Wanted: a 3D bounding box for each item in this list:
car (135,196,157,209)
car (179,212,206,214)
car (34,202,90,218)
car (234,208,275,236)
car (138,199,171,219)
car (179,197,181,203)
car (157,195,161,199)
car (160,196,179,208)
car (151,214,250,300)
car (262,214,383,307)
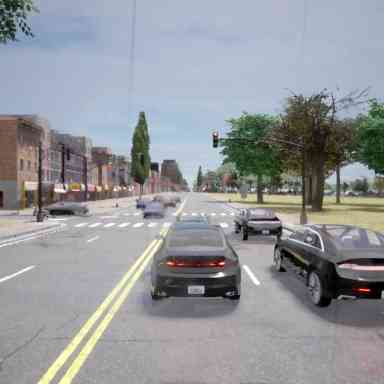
[{"bbox_3d":[-6.593,1.642,46.438,2.033,1.411,5.357,0,0,0],"label":"car"},{"bbox_3d":[0.053,1.689,17.733,1.895,1.301,4.718,0,0,0],"label":"car"},{"bbox_3d":[-12.243,1.663,31.500,4.902,1.511,2.128,0,0,-20],"label":"car"},{"bbox_3d":[3.299,1.577,17.196,2.128,1.511,4.902,0,0,0],"label":"car"},{"bbox_3d":[-3.347,1.684,30.840,2.033,1.411,5.357,0,0,0],"label":"car"},{"bbox_3d":[-3.275,1.488,66.678,1.994,1.385,4.181,0,0,1],"label":"car"},{"bbox_3d":[-6.529,1.438,65.806,1.837,1.490,4.892,0,0,1],"label":"car"},{"bbox_3d":[-3.342,1.673,49.610,1.895,1.301,4.718,0,0,0],"label":"car"},{"bbox_3d":[0.082,1.531,8.428,1.837,1.490,4.892,0,0,0],"label":"car"},{"bbox_3d":[3.331,1.515,7.986,2.128,1.511,4.902,0,0,0],"label":"car"}]
